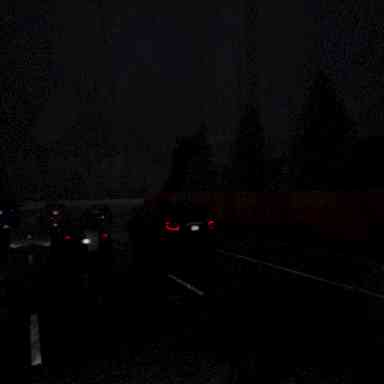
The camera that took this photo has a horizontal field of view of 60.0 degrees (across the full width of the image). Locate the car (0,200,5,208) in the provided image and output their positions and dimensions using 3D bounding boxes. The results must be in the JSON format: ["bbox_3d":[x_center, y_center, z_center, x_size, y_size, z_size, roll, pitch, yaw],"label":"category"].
[{"bbox_3d":[-37.433,2.226,62.883,1.812,1.442,4.674,0,-1,-3],"label":"car"}]

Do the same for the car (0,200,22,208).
[{"bbox_3d":[-33.931,2.228,62.633,1.812,1.442,4.674,0,-1,-3],"label":"car"}]

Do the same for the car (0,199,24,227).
[{"bbox_3d":[-13.980,1.503,24.675,2.150,2.045,5.566,0,0,-25],"label":"car"}]

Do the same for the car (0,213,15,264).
[{"bbox_3d":[-7.711,1.699,11.959,1.994,1.385,4.181,0,-1,-26],"label":"car"}]

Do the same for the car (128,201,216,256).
[{"bbox_3d":[-1.062,1.393,14.287,2.150,2.045,5.566,0,0,-26],"label":"car"}]

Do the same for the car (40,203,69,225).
[{"bbox_3d":[-11.158,1.659,26.984,2.097,1.767,4.553,0,-1,-24],"label":"car"}]

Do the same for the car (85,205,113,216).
[{"bbox_3d":[-8.056,1.823,28.601,2.128,1.511,4.902,0,-1,-24],"label":"car"}]

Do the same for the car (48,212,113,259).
[{"bbox_3d":[-4.571,1.720,13.505,1.994,1.385,4.181,0,-1,-26],"label":"car"}]
